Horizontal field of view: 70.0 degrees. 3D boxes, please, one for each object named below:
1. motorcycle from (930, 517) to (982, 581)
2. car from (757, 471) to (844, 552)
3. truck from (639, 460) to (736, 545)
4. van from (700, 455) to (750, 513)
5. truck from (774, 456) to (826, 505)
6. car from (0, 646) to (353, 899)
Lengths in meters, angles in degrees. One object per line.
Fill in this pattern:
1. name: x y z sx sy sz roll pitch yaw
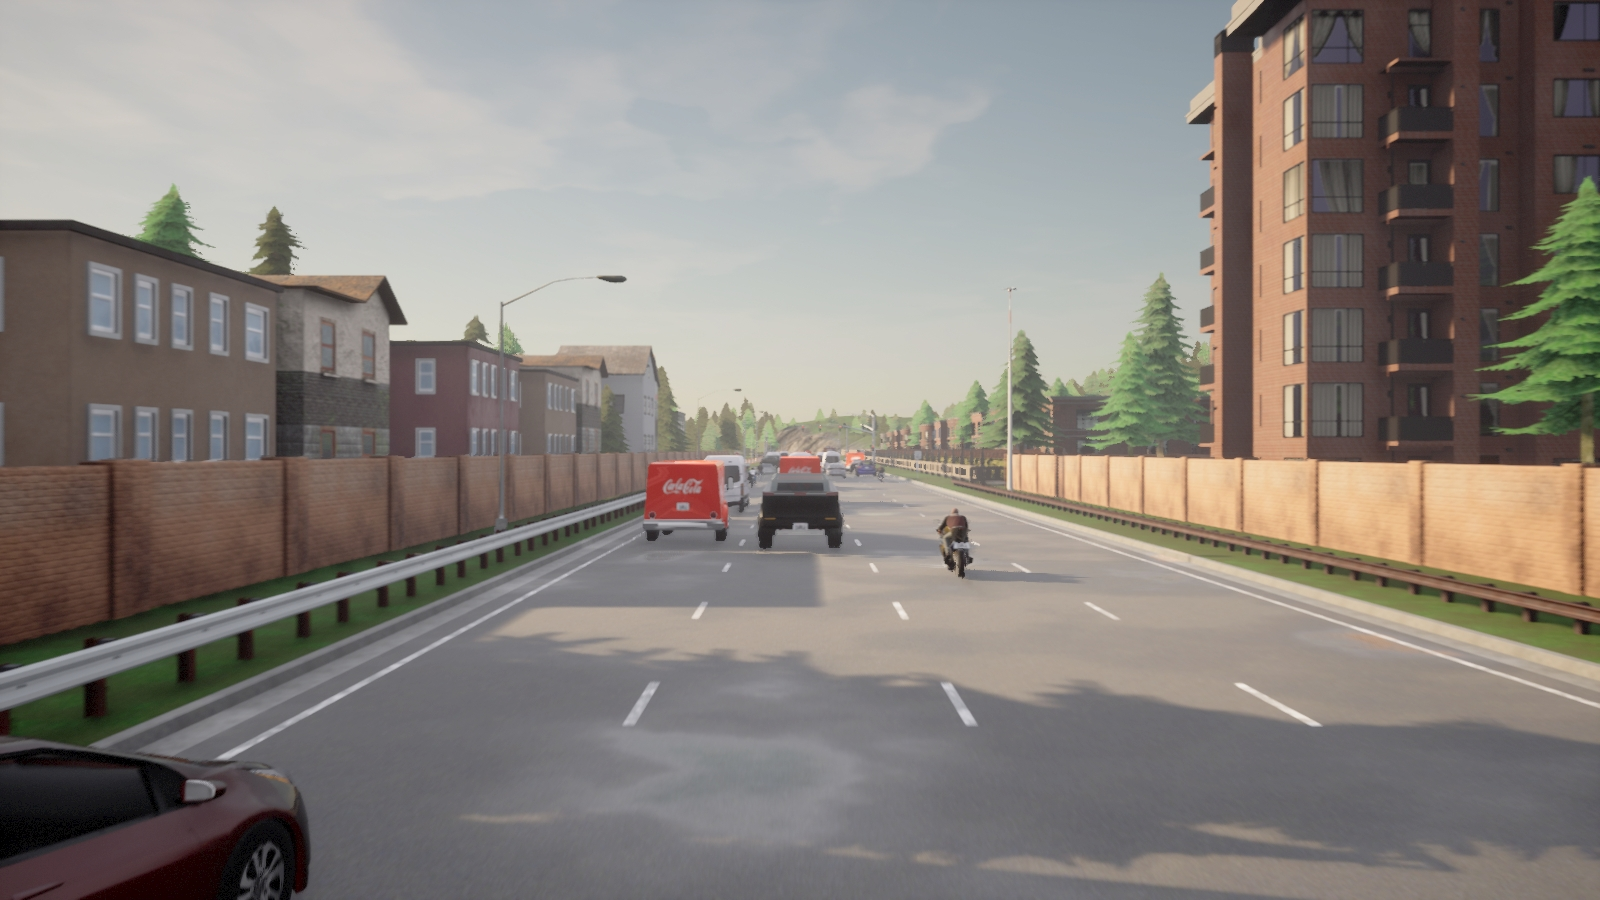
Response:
1. motorcycle: 3.507 2.205 25.817 0.867 1.251 2.209 0 0 0
2. car: 0.009 1.754 34.500 2.390 2.098 6.274 0 0 0
3. truck: -3.490 1.571 36.585 2.627 2.467 5.204 0 0 0
4. van: -3.493 1.535 54.301 1.988 2.561 5.915 0 0 0
5. truck: 0.012 1.569 60.781 2.627 2.467 5.204 0 0 0
6. car: -4.109 2.040 5.071 2.007 1.525 4.514 0 0 8
